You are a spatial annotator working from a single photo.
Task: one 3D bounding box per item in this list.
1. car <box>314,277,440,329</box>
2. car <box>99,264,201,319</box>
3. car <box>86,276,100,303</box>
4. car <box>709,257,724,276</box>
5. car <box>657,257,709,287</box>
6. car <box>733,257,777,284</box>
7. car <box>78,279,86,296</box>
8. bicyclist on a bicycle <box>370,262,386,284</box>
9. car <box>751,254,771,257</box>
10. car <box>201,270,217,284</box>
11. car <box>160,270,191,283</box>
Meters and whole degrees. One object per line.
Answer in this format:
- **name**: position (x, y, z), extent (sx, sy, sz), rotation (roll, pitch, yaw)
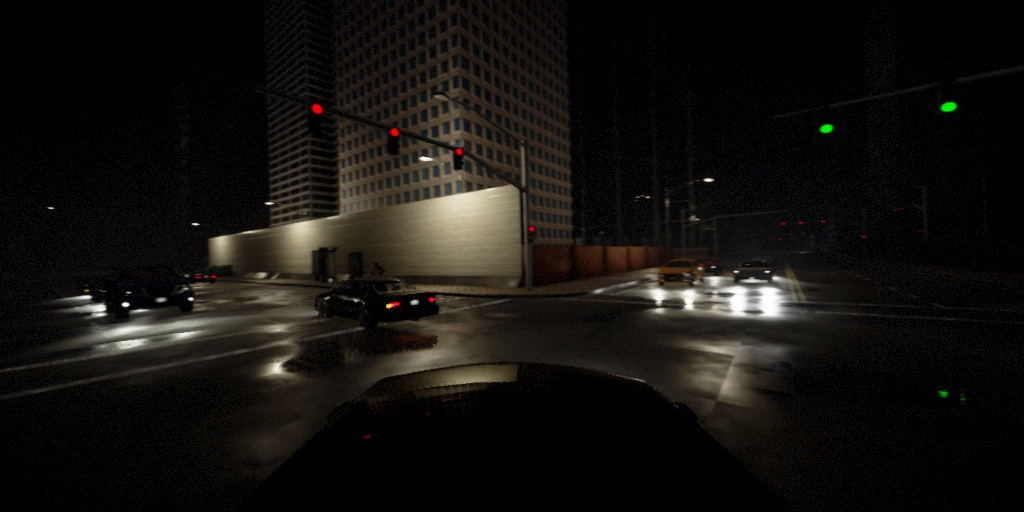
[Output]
- **car**: position (-4.631, 1.401, 11.813), extent (5.357, 1.411, 2.033), rotation (-1, 0, 42)
- **car**: position (-15.668, 1.391, 15.403), extent (5.566, 2.045, 2.150), rotation (-2, 0, 37)
- **car**: position (-23.495, 1.898, 21.301), extent (4.892, 1.490, 1.837), rotation (-2, 0, 37)
- **car**: position (15.917, 0.786, 29.234), extent (1.812, 1.442, 4.674), rotation (-2, 0, 37)
- **car**: position (10.308, 0.918, 21.767), extent (1.882, 1.535, 5.008), rotation (-2, 0, 37)
- **car**: position (14.636, 0.912, 21.703), extent (1.895, 1.301, 4.718), rotation (-2, 0, 37)
- **car**: position (-31.471, 2.185, 27.322), extent (4.181, 1.385, 1.994), rotation (-2, 0, 37)
- **bicyclist on a bicycle**: position (-9.681, 1.274, 25.893), extent (0.582, 1.620, 1.656), rotation (-2, 0, 37)
- **car**: position (20.078, 0.629, 28.945), extent (2.128, 1.511, 4.902), rotation (-2, 0, 37)
- **car**: position (-32.049, 2.170, 36.742), extent (5.357, 1.411, 2.033), rotation (-2, 0, 37)
- **car**: position (-40.397, 2.425, 43.018), extent (4.181, 1.385, 1.994), rotation (-2, 0, 37)
